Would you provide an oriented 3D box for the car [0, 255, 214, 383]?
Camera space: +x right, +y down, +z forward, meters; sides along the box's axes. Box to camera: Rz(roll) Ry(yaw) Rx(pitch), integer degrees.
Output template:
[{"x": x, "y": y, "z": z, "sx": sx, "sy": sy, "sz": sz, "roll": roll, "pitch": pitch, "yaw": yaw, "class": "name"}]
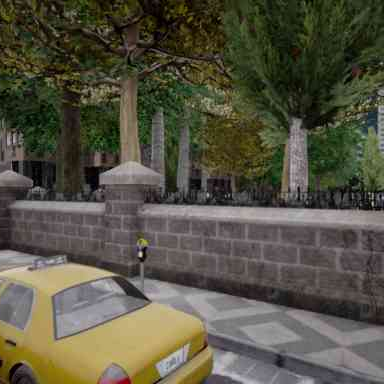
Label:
[{"x": -2.052, "y": 1.525, "z": 4.419, "sx": 4.829, "sy": 1.417, "sz": 1.752, "roll": 0, "pitch": 0, "yaw": 35, "class": "car"}]
